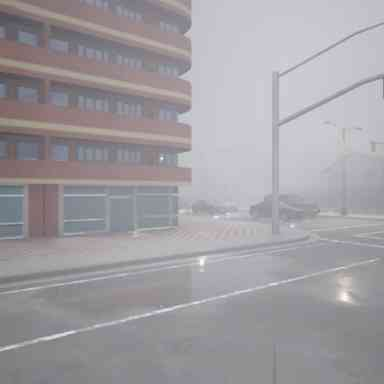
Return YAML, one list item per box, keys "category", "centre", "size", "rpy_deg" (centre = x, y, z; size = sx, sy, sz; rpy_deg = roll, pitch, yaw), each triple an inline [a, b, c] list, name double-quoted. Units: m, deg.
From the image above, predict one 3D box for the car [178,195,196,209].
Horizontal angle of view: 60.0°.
- category: "car"
  centre: [-1.953, 1.505, 45.972]
  size: [1.837, 1.490, 4.892]
  rpy_deg: [0, 0, -34]

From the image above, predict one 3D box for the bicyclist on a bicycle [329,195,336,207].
- category: "bicyclist on a bicycle"
  centre: [19.330, 1.301, 45.873]
  size: [1.656, 1.620, 0.582]
  rpy_deg: [0, 0, -35]

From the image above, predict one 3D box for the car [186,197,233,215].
- category: "car"
  centre: [1.719, 1.526, 34.469]
  size: [1.812, 1.442, 4.674]
  rpy_deg: [0, 0, -35]

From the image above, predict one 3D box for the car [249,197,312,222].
- category: "car"
  centre: [6.841, 1.478, 26.991]
  size: [1.882, 1.535, 5.008]
  rpy_deg: [0, 0, -34]

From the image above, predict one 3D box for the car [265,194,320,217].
- category: "car"
  centre: [8.827, 1.221, 30.320]
  size: [2.150, 2.045, 5.566]
  rpy_deg: [0, 0, -34]

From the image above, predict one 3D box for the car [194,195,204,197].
- category: "car"
  centre: [0.766, 1.352, 62.472]
  size: [2.097, 1.767, 4.553]
  rpy_deg: [0, 0, -35]

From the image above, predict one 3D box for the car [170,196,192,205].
- category: "car"
  centre: [-2.086, 1.526, 60.526]
  size: [1.812, 1.442, 4.674]
  rpy_deg: [0, 0, -34]

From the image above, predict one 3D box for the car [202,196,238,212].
- category: "car"
  centre: [3.290, 1.526, 38.367]
  size: [1.812, 1.442, 4.674]
  rpy_deg: [0, 0, -35]
